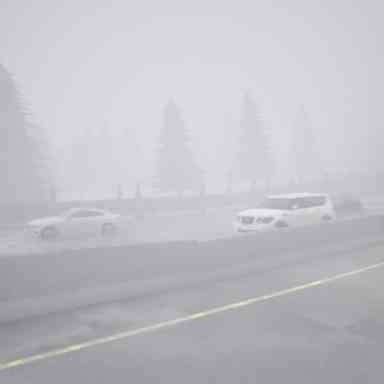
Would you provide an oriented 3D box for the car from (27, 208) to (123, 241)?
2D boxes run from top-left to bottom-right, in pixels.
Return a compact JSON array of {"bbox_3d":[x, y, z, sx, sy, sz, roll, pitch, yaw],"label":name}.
[{"bbox_3d":[-5.846,1.538,17.014,4.674,1.442,1.812,0,0,-35],"label":"car"}]

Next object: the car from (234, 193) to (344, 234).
[{"bbox_3d":[4.535,1.107,15.820,5.566,2.045,2.150,-2,1,-35],"label":"car"}]

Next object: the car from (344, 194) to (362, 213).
[{"bbox_3d":[10.747,0.899,24.544,4.674,1.442,1.812,-5,3,-35],"label":"car"}]
